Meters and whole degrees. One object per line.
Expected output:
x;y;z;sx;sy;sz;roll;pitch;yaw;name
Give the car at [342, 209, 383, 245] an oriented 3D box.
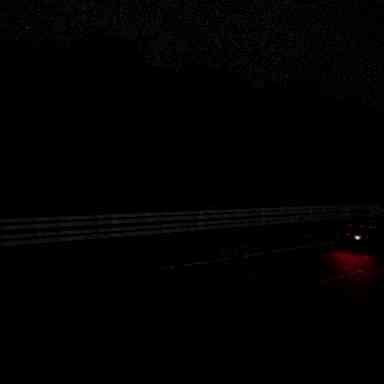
8.274;1.497;14.063;4.892;1.490;1.837;1;0;-36;car
